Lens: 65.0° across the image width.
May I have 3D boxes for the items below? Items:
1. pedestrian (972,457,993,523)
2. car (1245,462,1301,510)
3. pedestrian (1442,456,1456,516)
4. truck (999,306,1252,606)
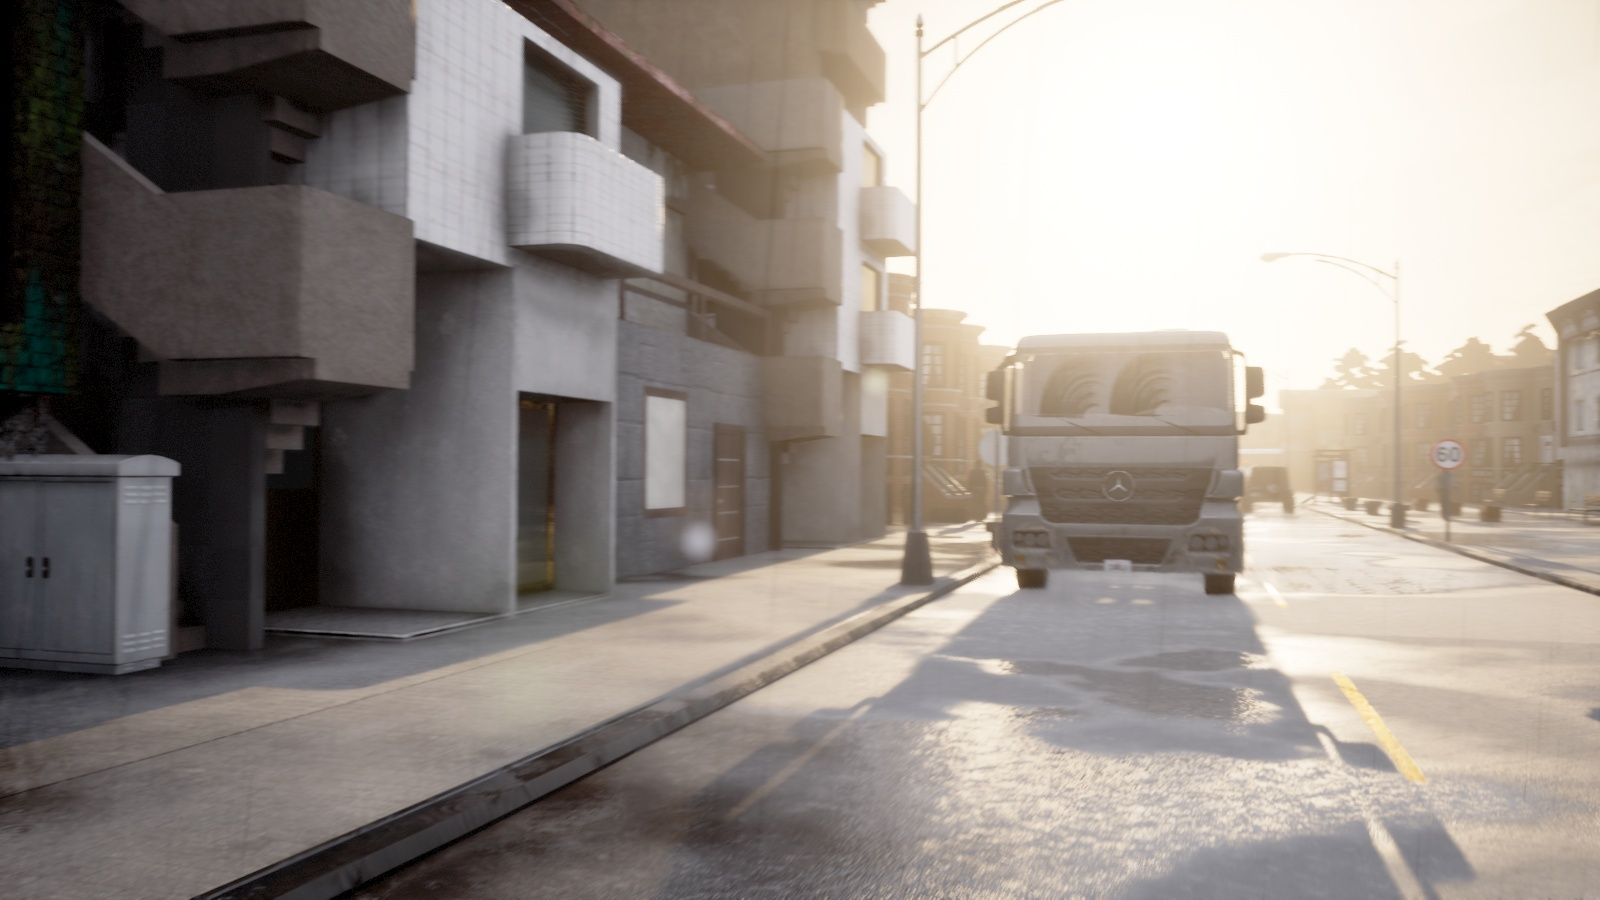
[{"bbox_3d":[5.134,1.110,35.321,0.370,1.835,0.726,-1,-1,26],"label":"pedestrian"},{"bbox_3d":[19.156,1.437,51.012,1.905,1.878,3.866,0,-1,17],"label":"car"},{"bbox_3d":[21.255,1.181,41.143,0.396,1.930,0.692,-1,-1,28],"label":"pedestrian"},{"bbox_3d":[4.984,0.138,18.695,2.891,3.462,7.936,0,-1,17],"label":"truck"}]
